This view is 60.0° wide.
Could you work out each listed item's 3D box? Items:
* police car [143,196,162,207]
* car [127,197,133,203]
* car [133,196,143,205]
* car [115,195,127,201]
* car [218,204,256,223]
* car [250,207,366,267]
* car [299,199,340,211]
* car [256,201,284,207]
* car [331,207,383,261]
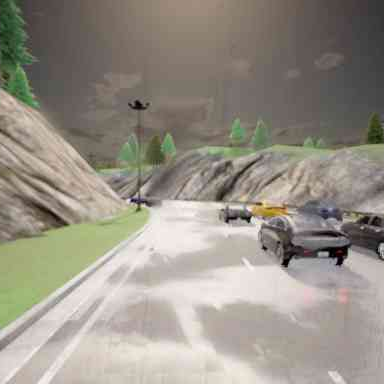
[{"bbox_3d":[-5.810,1.427,50.611,1.930,1.638,5.238,0,0,-16],"label":"police car"},{"bbox_3d":[-10.671,1.481,64.497,1.882,1.535,5.008,0,0,-23],"label":"car"},{"bbox_3d":[-8.642,1.508,59.319,1.837,1.490,4.892,0,0,-20],"label":"car"},{"bbox_3d":[-16.967,1.405,79.693,1.994,1.385,4.181,0,0,-31],"label":"car"},{"bbox_3d":[3.171,1.602,25.433,1.895,1.301,4.718,0,0,-3],"label":"car"},{"bbox_3d":[3.563,1.491,11.433,2.128,1.511,4.902,0,0,0],"label":"car"},{"bbox_3d":[10.070,1.352,26.685,2.097,1.767,4.553,0,0,-4],"label":"car"},{"bbox_3d":[6.433,1.479,28.472,1.882,1.535,5.008,0,0,-5],"label":"car"},{"bbox_3d":[7.063,1.507,12.052,1.837,1.490,4.892,0,0,0],"label":"car"}]
